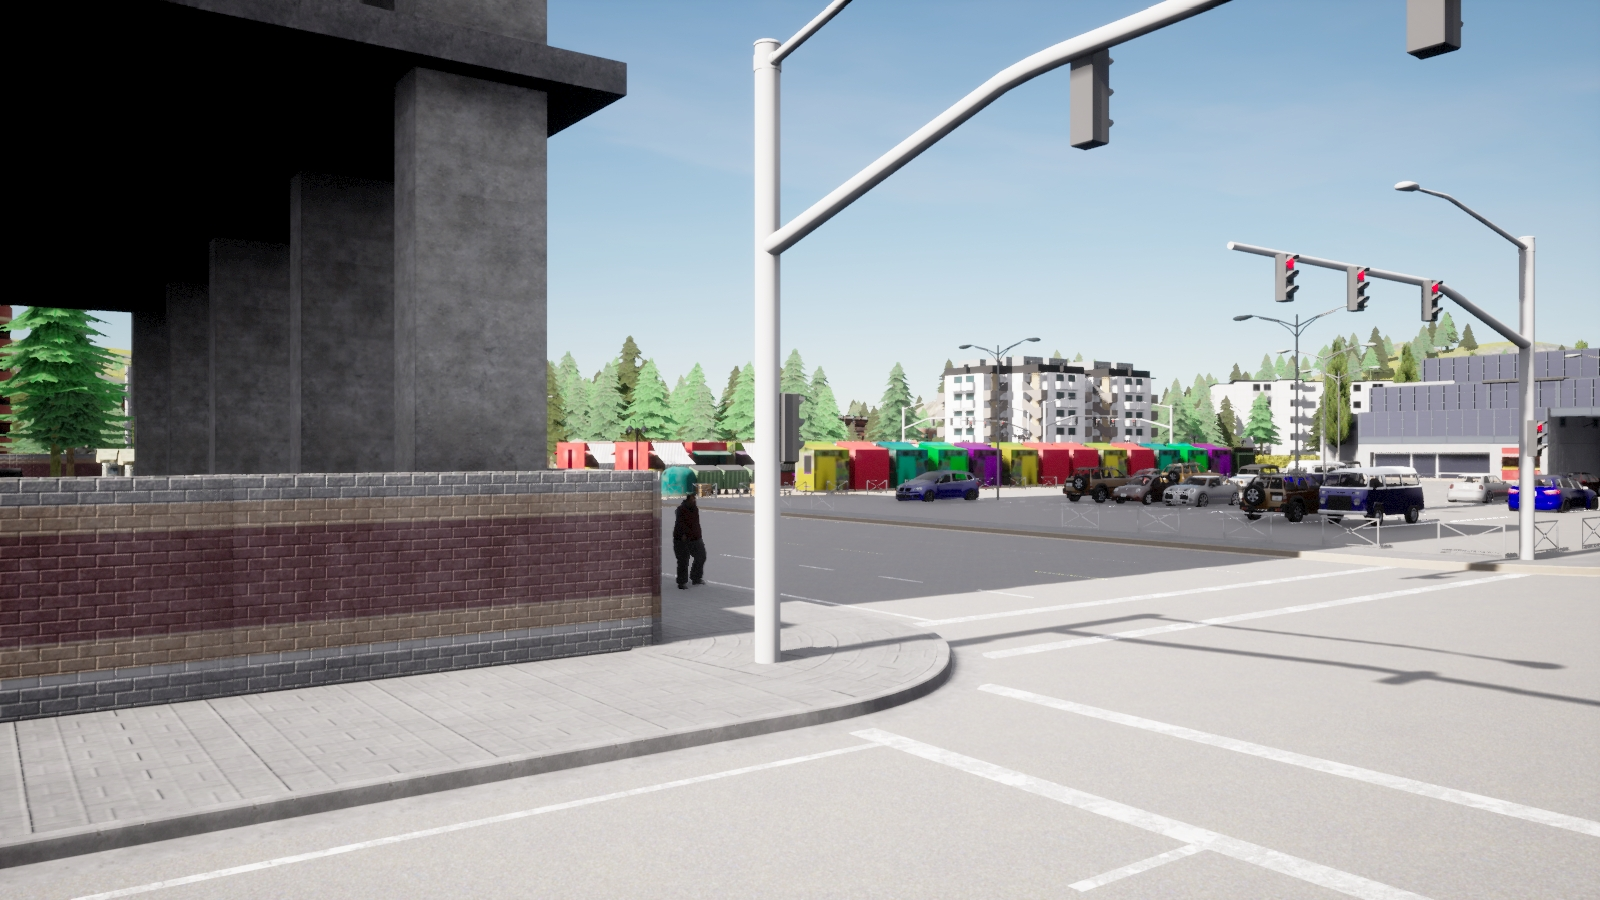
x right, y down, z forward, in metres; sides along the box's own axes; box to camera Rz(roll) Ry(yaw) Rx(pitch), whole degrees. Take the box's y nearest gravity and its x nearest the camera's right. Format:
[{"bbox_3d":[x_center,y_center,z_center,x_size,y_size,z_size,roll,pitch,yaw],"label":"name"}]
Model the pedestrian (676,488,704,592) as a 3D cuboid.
[{"bbox_3d":[-2.026,1.642,21.027,0.375,1.860,0.375,0,0,-43],"label":"pedestrian"}]
